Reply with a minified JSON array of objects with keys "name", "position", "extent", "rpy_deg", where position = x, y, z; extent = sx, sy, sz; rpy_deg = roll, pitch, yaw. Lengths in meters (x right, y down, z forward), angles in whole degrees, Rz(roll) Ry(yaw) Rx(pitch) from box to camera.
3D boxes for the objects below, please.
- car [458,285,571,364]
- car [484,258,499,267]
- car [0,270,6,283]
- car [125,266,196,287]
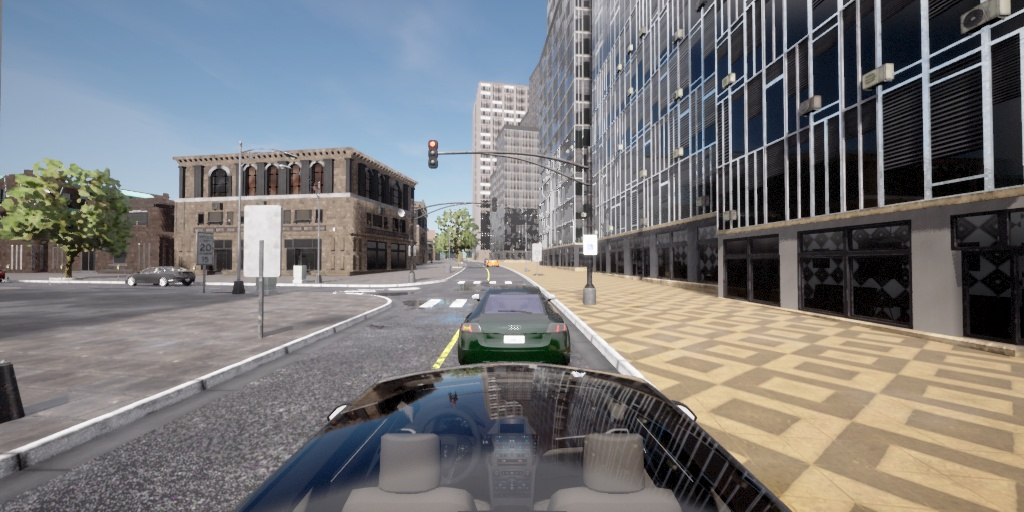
[{"name":"car","position":[0.039,1.315,7.790],"extent":[1.994,1.385,4.181],"rpy_deg":[0,0,0]},{"name":"car","position":[-3.557,1.094,64.688],"extent":[2.097,1.767,4.553],"rpy_deg":[0,0,-7]},{"name":"car","position":[-41.451,1.379,27.460],"extent":[4.507,1.381,1.888],"rpy_deg":[0,0,9]},{"name":"car","position":[-24.213,1.378,24.703],"extent":[4.403,1.370,2.007],"rpy_deg":[0,0,9]}]
